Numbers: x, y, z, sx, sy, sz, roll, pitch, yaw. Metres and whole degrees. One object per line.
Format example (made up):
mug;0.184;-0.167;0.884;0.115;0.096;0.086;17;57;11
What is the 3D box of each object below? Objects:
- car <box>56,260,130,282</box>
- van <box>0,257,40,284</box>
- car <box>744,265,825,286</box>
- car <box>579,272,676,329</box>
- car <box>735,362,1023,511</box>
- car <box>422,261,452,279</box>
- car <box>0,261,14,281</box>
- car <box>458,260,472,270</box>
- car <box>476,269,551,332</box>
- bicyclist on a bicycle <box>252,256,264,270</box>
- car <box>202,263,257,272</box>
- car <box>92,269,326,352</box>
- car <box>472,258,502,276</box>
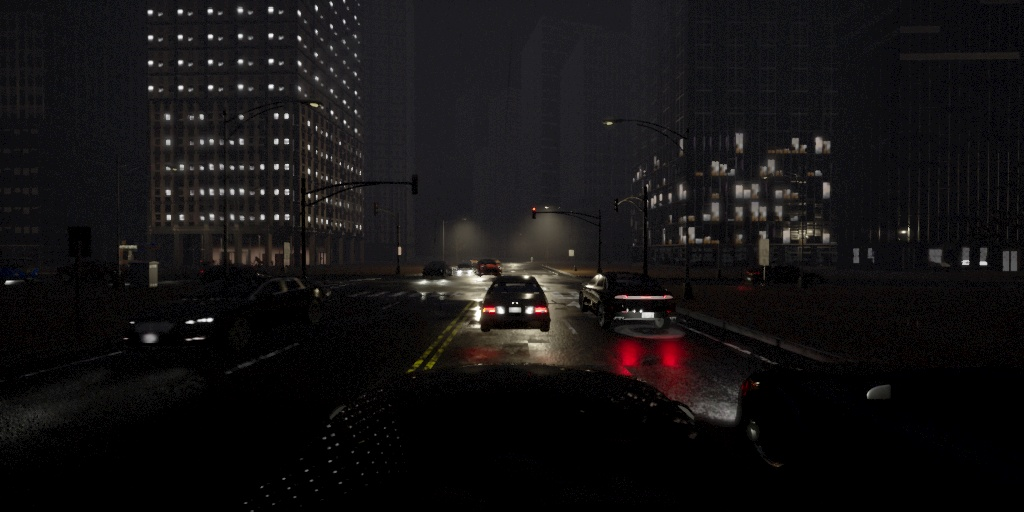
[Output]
car;-30.078;1.093;26.217;5.008;1.535;1.882;0;0;2
van;-33.932;0.959;23.729;3.998;1.789;1.690;0;0;1
car;19.165;1.351;25.282;4.892;1.490;1.837;0;1;1
car;3.347;1.238;11.230;2.128;1.511;4.902;0;0;0
car;3.354;1.314;2.073;1.994;1.385;4.181;0;0;0
car;-6.592;1.163;31.936;1.882;1.535;5.008;0;0;0
car;-40.319;1.092;26.491;4.674;1.442;1.812;0;0;1
car;-6.591;1.301;51.333;1.895;1.301;4.718;0;0;0
car;0.100;1.294;10.813;2.033;1.411;5.357;0;0;1
bicyclist on a bicycle;-24.701;0.867;34.818;0.582;1.620;1.656;0;1;1
car;-19.986;1.227;25.964;4.181;1.385;1.994;0;0;1
car;-6.600;1.240;8.985;2.128;1.511;4.902;0;0;0
car;-2.306;1.074;34.105;2.097;1.767;4.553;0;0;-13
